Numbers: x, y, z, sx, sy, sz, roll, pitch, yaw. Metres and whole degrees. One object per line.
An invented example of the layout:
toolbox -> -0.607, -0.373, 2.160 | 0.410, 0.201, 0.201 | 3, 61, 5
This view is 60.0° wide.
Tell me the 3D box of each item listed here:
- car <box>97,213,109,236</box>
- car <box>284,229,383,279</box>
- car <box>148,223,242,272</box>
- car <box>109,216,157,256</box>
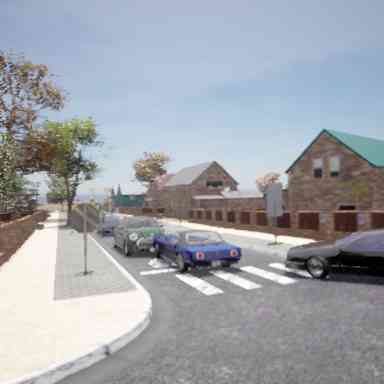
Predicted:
car -> -6.186, 2.578, 25.803 | 1.994, 1.385, 4.181 | -1, -2, -22
car -> 5.504, 1.785, 9.619 | 5.357, 1.411, 2.033 | -2, -2, 29
car -> -0.053, 2.073, 12.684 | 1.895, 1.301, 4.718 | -1, -1, -22
car -> -2.536, 2.008, 16.521 | 2.097, 1.767, 4.553 | -1, -2, -23
